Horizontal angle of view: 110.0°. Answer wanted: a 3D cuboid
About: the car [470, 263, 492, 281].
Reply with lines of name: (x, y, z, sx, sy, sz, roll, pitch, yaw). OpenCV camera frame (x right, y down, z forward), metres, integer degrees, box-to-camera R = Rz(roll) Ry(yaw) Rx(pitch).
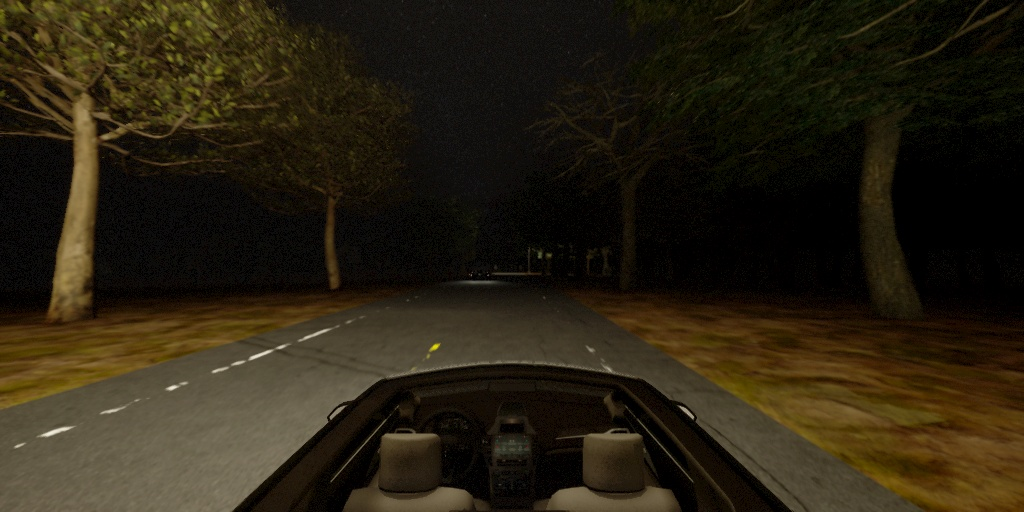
car: (-3.563, 1.800, 42.373, 2.150, 2.045, 5.566, 0, -2, 0)
